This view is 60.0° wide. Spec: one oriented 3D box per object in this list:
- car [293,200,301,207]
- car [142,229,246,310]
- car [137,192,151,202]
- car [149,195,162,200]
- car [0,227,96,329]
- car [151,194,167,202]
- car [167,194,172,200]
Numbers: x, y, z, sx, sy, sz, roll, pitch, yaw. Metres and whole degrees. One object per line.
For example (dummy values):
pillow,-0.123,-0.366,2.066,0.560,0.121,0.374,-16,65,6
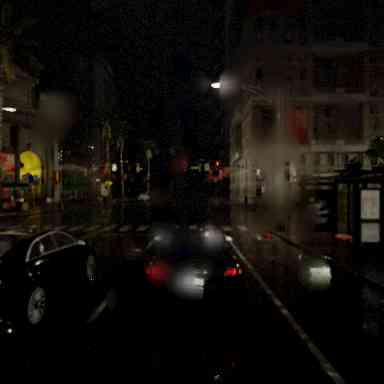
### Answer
car,16.390,1.498,46.905,4.181,1.385,1.994,0,0,0
car,0.048,1.553,7.856,1.994,1.385,4.181,0,0,0
car,-10.652,1.123,73.740,2.150,2.045,5.566,0,0,0
car,-9.937,1.415,90.167,2.033,1.411,5.357,0,0,10
car,-3.457,1.482,6.920,2.128,1.511,4.902,0,0,0
car,-7.151,1.452,72.825,1.994,1.385,4.181,0,0,0
car,-6.688,1.233,88.202,2.097,1.767,4.553,0,0,6
